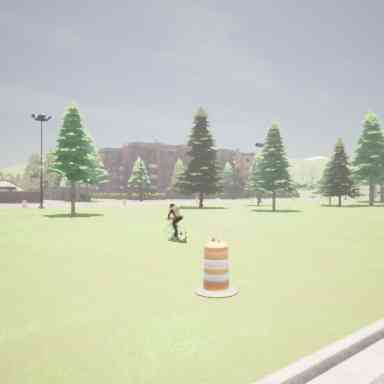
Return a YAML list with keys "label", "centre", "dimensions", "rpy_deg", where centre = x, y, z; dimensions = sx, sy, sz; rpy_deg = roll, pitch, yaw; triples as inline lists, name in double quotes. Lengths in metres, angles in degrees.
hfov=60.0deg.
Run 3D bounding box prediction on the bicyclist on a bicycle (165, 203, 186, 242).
- label: "bicyclist on a bicycle"
  centre: [-0.743, 1.303, 14.252]
  dimensions: [0.582, 1.620, 1.656]
  rpy_deg: [0, -2, -37]
